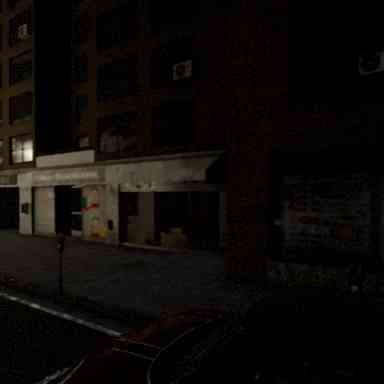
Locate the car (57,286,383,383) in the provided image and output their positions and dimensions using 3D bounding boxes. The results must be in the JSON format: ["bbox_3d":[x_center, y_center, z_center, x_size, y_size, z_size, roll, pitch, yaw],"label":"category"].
[{"bbox_3d":[0.791,1.446,2.283,4.097,1.590,1.967,-1,0,36],"label":"car"}]
